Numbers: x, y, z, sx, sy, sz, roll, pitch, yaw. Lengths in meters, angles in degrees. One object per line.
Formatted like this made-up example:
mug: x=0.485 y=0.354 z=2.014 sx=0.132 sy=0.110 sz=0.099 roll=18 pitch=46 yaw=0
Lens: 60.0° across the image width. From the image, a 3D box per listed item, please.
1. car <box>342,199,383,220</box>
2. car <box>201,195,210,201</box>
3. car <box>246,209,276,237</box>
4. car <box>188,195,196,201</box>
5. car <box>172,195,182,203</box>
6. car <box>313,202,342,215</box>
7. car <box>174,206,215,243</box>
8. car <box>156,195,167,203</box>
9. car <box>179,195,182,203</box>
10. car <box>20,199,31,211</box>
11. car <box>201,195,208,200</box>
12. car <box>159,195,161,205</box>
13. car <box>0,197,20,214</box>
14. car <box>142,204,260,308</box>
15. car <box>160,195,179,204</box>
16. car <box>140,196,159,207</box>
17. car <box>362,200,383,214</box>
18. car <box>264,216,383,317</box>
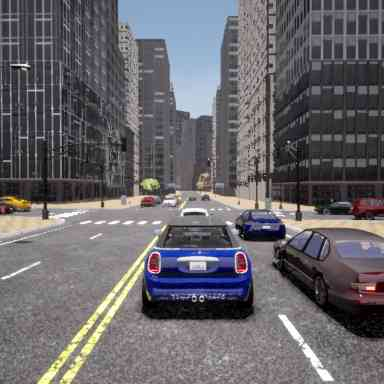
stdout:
car: x=16.237 y=1.519 z=28.751 sx=5.009 sy=1.841 sz=2.192 roll=1 pitch=0 yaw=1
car: x=3.353 y=1.425 z=80.398 sx=1.837 sy=1.490 sz=4.892 roll=0 pitch=0 yaw=0
car: x=3.369 y=1.555 z=16.997 sx=1.994 sy=1.385 sz=4.181 roll=0 pitch=0 yaw=0
car: x=0.102 y=1.452 z=79.762 sx=2.128 sy=1.511 sz=4.902 roll=0 pitch=0 yaw=0
car: x=-3.162 y=1.418 z=69.647 sx=1.882 sy=1.535 sz=5.008 roll=0 pitch=0 yaw=0
car: x=15.199 y=1.702 z=34.543 sx=4.718 sy=1.301 sz=1.895 roll=0 pitch=1 yaw=1
car: x=0.121 y=1.517 z=16.954 sx=1.812 sy=1.442 sz=4.674 roll=0 pitch=0 yaw=0
car: x=-6.411 y=1.417 z=70.285 sx=1.882 sy=1.535 sz=5.008 roll=0 pitch=0 yaw=0
car: x=-3.251 y=1.501 z=59.431 sx=2.033 sy=1.411 sz=5.357 roll=0 pitch=0 yaw=0
car: x=-19.720 y=1.266 z=35.179 sx=5.008 sy=1.535 sz=1.882 roll=1 pitch=1 yaw=1
car: x=3.366 y=1.504 z=90.421 sx=1.895 sy=1.301 sz=4.718 roll=0 pitch=0 yaw=0
car: x=-6.500 y=1.500 z=59.915 sx=2.033 sy=1.411 sz=5.357 roll=0 pitch=0 yaw=0
car: x=-19.352 y=1.408 z=31.971 sx=4.181 sy=1.385 sz=1.994 roll=1 pitch=1 yaw=1
car: x=0.109 y=1.348 z=8.097 sx=2.097 sy=1.767 sz=4.553 roll=0 pitch=0 yaw=0
car: x=-3.278 y=1.490 z=49.741 sx=1.812 sy=1.442 sz=4.674 roll=0 pitch=0 yaw=0
car: x=-6.527 y=1.442 z=49.989 sx=1.882 sy=1.535 sz=5.008 roll=0 pitch=0 yaw=0
car: x=21.857 y=1.643 z=37.031 sx=4.829 sy=1.417 sz=1.752 roll=1 pitch=0 yaw=1
car: x=3.359 y=1.544 z=7.758 sx=2.033 sy=1.411 sz=5.357 roll=0 pitch=0 yaw=0
